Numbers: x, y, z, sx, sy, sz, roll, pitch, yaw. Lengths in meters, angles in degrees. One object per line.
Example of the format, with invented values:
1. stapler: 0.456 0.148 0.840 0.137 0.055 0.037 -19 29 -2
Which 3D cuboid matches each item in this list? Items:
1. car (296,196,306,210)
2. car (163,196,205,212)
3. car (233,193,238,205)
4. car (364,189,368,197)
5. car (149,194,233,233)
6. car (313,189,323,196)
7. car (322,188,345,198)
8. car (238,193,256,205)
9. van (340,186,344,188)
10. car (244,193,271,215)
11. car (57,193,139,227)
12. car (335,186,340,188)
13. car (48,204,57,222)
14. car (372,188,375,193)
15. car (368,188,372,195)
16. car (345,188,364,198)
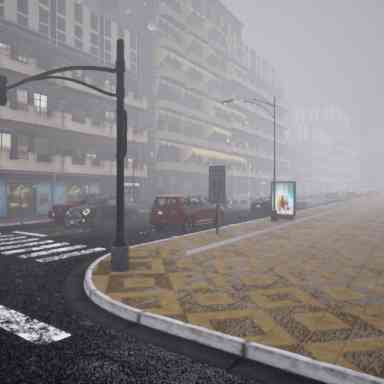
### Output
1. car: 9.386 0.965 31.358 1.947 1.339 4.313 1 2 35
2. car: -0.697 1.069 31.557 1.802 1.307 4.206 2 2 35
3. car: 2.040 0.977 30.970 1.837 1.490 4.892 0 1 35
4. car: 31.622 0.098 63.187 1.967 1.590 4.097 1 2 35
5. car: -0.142 1.026 17.708 2.192 1.841 5.009 1 2 35
6. car: 27.885 -0.025 72.471 1.967 1.590 4.097 2 2 35
7. car: 24.595 0.380 57.681 1.994 1.385 4.181 0 1 35
8. car: 5.655 0.829 40.649 2.008 1.369 4.403 2 2 35
9. van: 37.414 -0.446 86.109 1.690 1.788 3.998 2 2 35
10. car: 6.209 1.069 26.809 1.947 1.339 4.313 1 2 35
11. car: -5.399 1.067 20.325 2.097 1.767 4.553 0 1 35
12. car: 34.238 -0.239 81.565 1.967 1.590 4.097 2 2 35
13. car: -7.047 1.010 22.456 2.192 1.841 5.009 1 2 35
14. car: 37.974 -0.012 72.285 1.887 1.381 4.507 1 2 35
15. car: 34.798 0.096 67.737 1.887 1.381 4.507 1 2 35
16. car: 28.445 0.309 58.643 1.887 1.381 4.507 1 2 35
